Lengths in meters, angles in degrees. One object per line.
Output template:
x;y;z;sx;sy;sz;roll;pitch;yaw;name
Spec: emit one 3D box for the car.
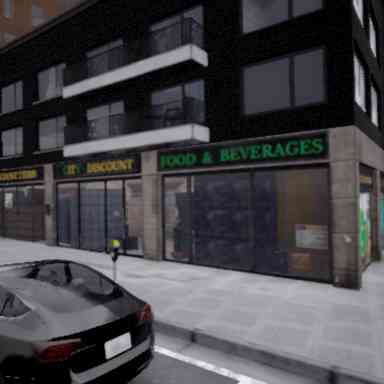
-2.443;1.623;4.599;4.313;1.339;1.947;-1;-1;36;car
